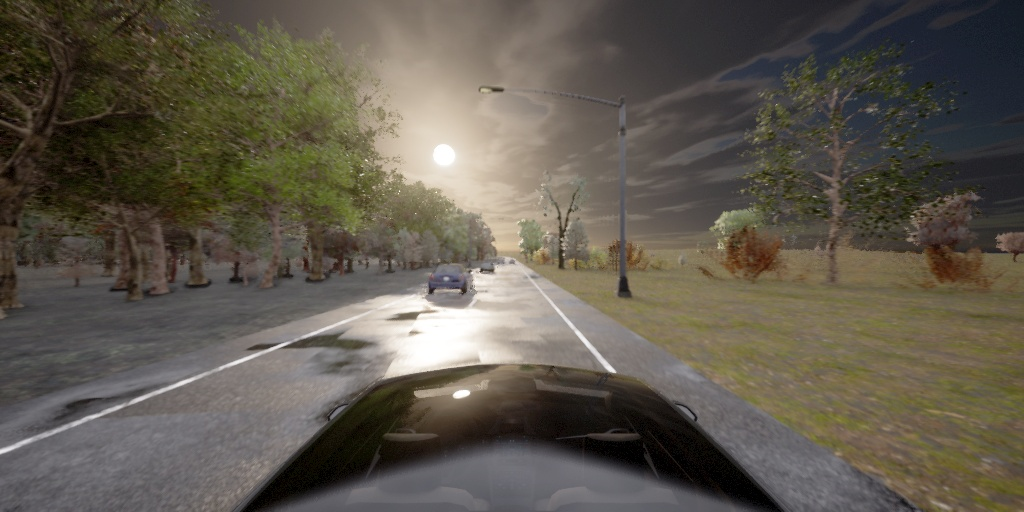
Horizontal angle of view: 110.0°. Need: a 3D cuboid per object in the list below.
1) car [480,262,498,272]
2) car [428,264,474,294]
[{"bbox_3d":[-3.481,1.607,51.529,1.994,1.385,4.181,0,0,0],"label":"car"},{"bbox_3d":[-3.491,1.224,21.207,2.097,1.767,4.553,0,0,0],"label":"car"}]
